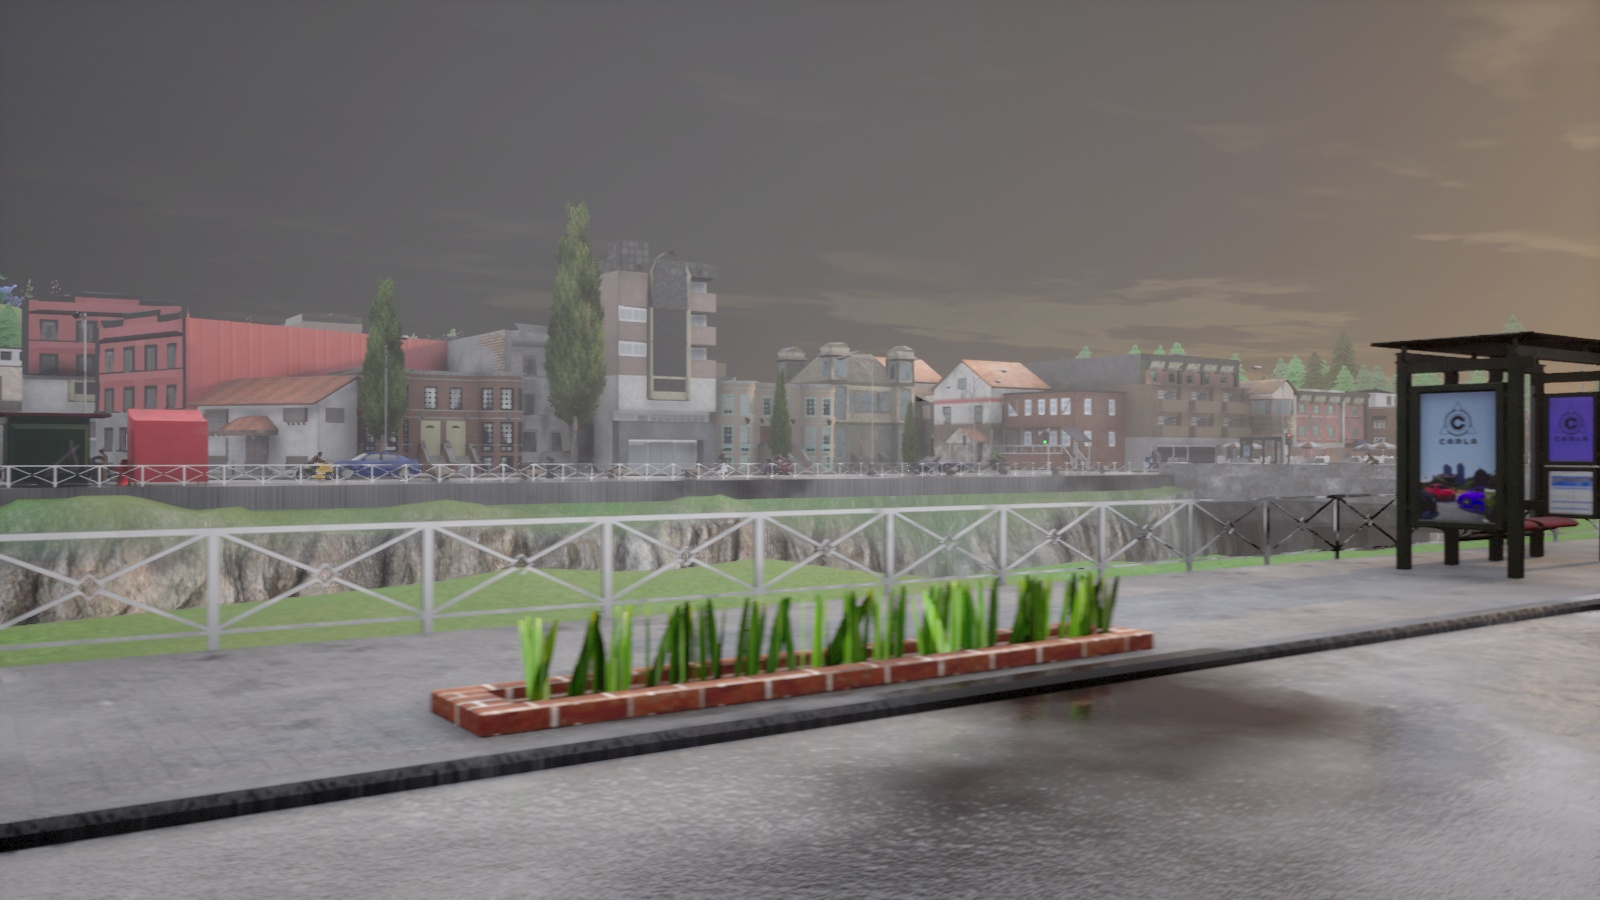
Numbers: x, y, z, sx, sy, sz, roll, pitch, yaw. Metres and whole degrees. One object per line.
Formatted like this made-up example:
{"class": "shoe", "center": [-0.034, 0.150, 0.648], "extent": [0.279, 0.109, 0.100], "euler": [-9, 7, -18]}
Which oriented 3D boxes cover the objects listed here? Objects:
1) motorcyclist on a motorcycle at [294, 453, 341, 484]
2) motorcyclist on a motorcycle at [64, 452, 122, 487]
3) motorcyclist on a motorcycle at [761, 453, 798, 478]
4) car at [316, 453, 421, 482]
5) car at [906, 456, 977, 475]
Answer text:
{"class": "motorcyclist on a motorcycle", "center": [-24.077, 0.932, 62.692], "extent": [2.044, 1.523, 0.797], "euler": [0, 0, -35]}
{"class": "motorcyclist on a motorcycle", "center": [-34.095, 0.916, 60.590], "extent": [2.350, 1.649, 0.766], "euler": [0, 0, -35]}
{"class": "motorcyclist on a motorcycle", "center": [-1.267, 0.975, 78.578], "extent": [2.191, 1.530, 0.866], "euler": [0, 0, -35]}
{"class": "car", "center": [-23.363, 0.939, 68.066], "extent": [5.008, 1.535, 1.882], "euler": [0, 0, -35]}
{"class": "car", "center": [9.743, 1.036, 86.249], "extent": [4.718, 1.301, 1.895], "euler": [0, 0, -35]}
